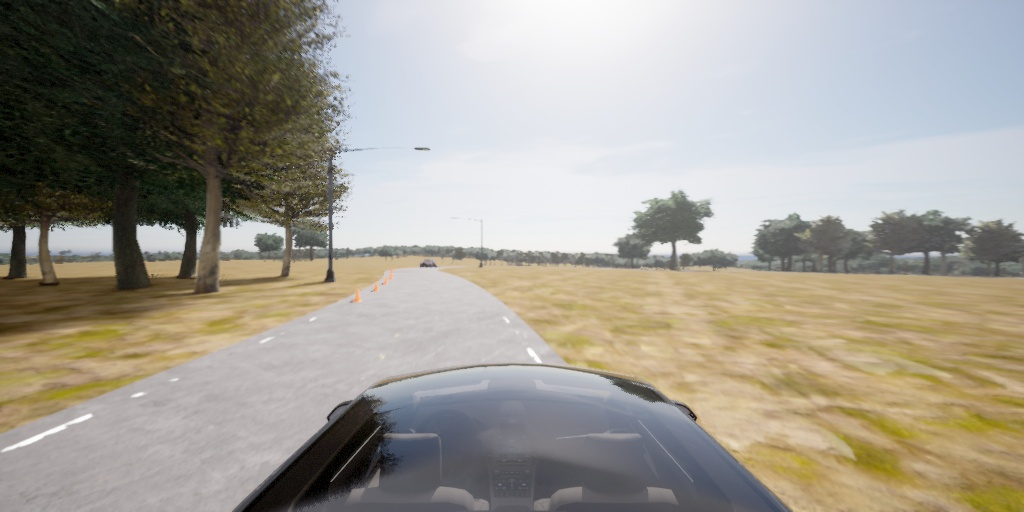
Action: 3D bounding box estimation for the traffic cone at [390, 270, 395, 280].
[{"bbox_3d":[-10.181,1.712,30.076,0.340,0.580,0.340,0,0,-16],"label":"traffic cone"}]

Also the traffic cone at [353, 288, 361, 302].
[{"bbox_3d":[-6.764,1.701,15.702,0.340,0.580,0.340,0,0,-11],"label":"traffic cone"}]

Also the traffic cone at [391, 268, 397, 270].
[{"bbox_3d":[-11.580,1.714,34.799,0.340,0.580,0.340,0,0,-17],"label":"traffic cone"}]

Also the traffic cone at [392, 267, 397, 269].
[{"bbox_3d":[-13.109,1.720,39.482,0.340,0.580,0.340,0,0,-19],"label":"traffic cone"}]

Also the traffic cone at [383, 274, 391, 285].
[{"bbox_3d":[-8.911,1.708,25.317,0.340,0.580,0.340,0,0,-14],"label":"traffic cone"}]

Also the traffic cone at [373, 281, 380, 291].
[{"bbox_3d":[-7.772,1.705,20.524,0.340,0.580,0.340,0,0,-13],"label":"traffic cone"}]
